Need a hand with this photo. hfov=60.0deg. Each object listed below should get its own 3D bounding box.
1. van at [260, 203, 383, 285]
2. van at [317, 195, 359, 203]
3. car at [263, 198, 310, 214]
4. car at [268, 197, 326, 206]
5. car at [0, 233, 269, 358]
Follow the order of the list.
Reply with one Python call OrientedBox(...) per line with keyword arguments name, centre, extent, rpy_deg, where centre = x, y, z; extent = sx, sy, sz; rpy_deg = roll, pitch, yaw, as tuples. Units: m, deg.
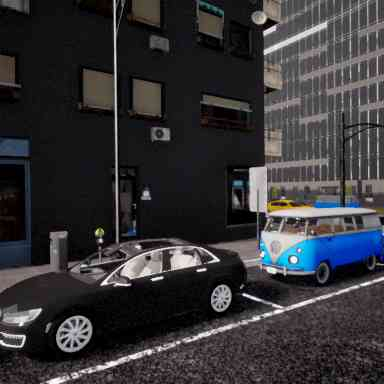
OrientedBox(name="van", centre=(3.599, 1.339, 9.137), extent=(3.998, 1.788, 1.690), rpy_deg=(0, -1, -35))
OrientedBox(name="van", centre=(12.832, 1.201, 29.774), extent=(1.690, 1.788, 3.998), rpy_deg=(-1, 1, -35))
OrientedBox(name="car", centre=(9.655, 1.400, 34.292), extent=(1.947, 1.339, 4.313), rpy_deg=(-1, 1, -35))
OrientedBox(name="car", centre=(7.808, 1.416, 26.845), extent=(1.882, 1.535, 5.008), rpy_deg=(-1, 1, -35))
OrientedBox(name="car", centre=(-0.961, 1.550, 5.884), extent=(4.403, 1.369, 2.008), rpy_deg=(0, -1, -35))
